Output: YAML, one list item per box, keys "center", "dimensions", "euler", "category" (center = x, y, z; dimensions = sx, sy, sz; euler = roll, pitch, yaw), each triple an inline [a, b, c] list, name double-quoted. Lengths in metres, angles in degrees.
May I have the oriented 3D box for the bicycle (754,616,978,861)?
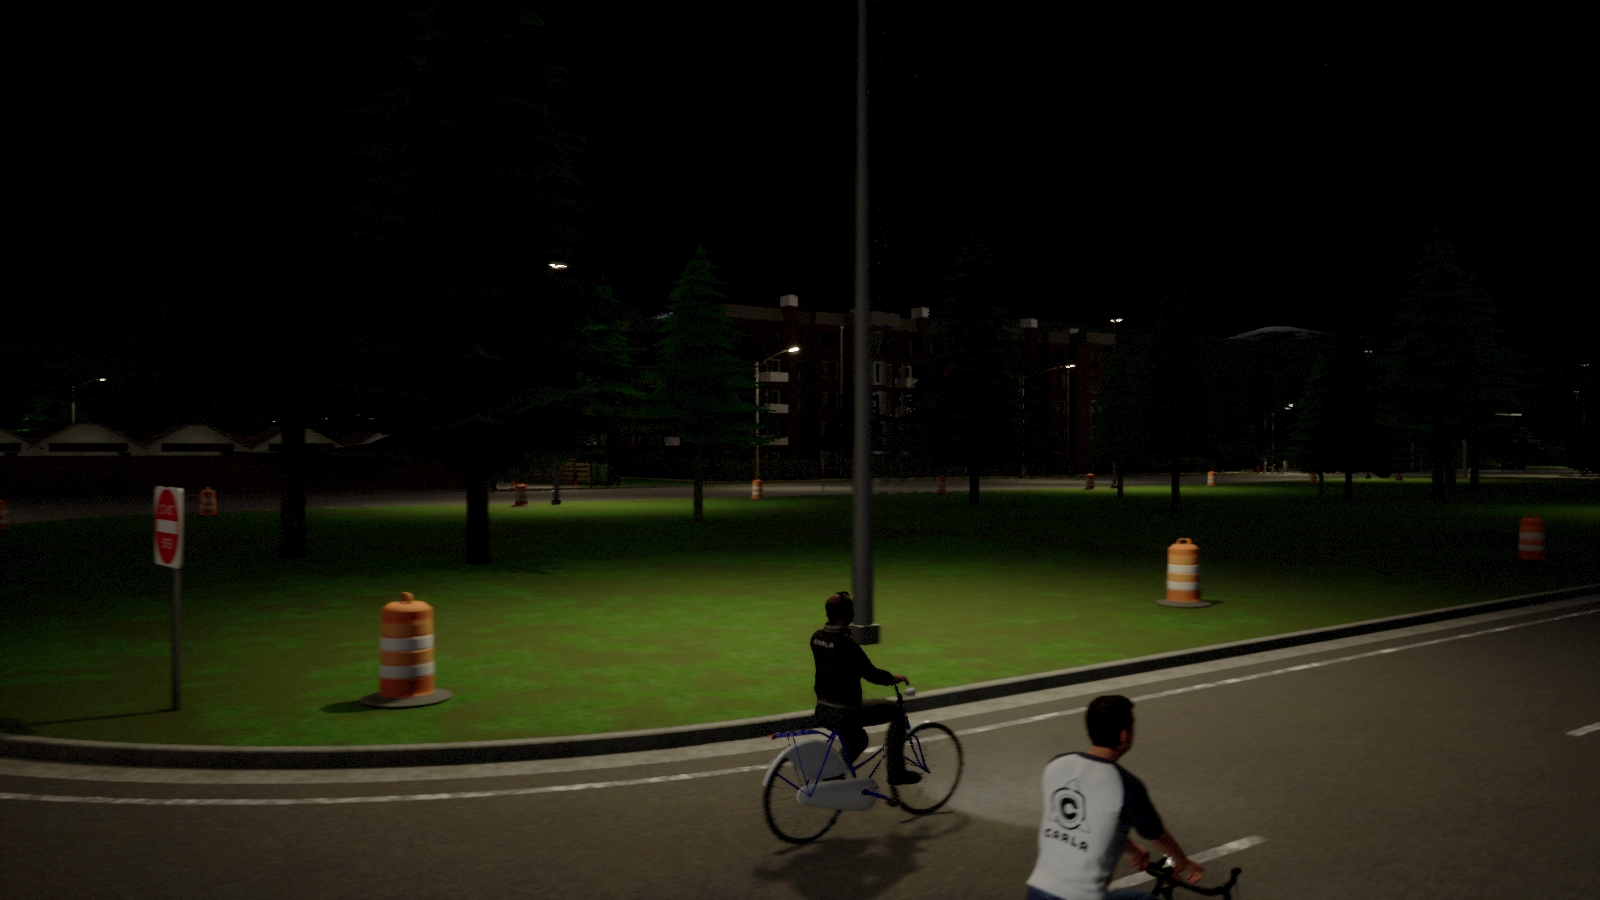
- center: [0.526, 2.059, 8.435]
  dimensions: [1.835, 1.471, 0.329]
  euler: [0, 0, -35]
  category: "bicycle"

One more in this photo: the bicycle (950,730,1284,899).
- center: [1.357, 2.055, 4.735]
  dimensions: [1.643, 1.496, 0.373]
  euler: [1, 0, -35]
  category: "bicycle"
